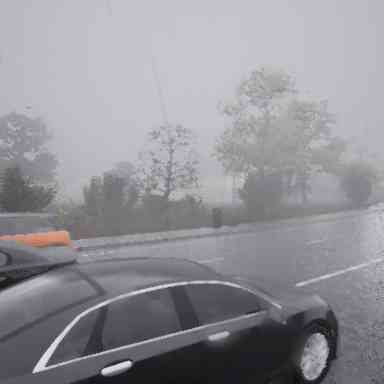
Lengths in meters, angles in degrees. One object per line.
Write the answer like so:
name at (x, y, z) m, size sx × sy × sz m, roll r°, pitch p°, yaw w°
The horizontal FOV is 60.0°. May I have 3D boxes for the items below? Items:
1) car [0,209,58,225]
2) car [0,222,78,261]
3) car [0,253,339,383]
car at (-5.526, 1.380, 8.779) m, size 4.553 × 1.767 × 2.097 m, roll 0°, pitch 0°, yaw -36°
car at (-4.356, 1.497, 5.296) m, size 5.008 × 1.535 × 1.882 m, roll 0°, pitch 0°, yaw -36°
car at (-0.307, 1.514, 3.679) m, size 4.892 × 1.490 × 1.837 m, roll 0°, pitch 0°, yaw -36°
